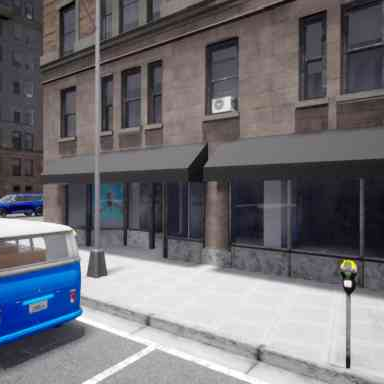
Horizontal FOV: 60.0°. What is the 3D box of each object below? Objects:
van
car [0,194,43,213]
[{"bbox_3d":[-3.622,1.341,5.661,3.998,1.788,1.690,0,0,36],"label":"van"},{"bbox_3d":[-15.445,1.212,29.369,2.150,2.045,5.566,0,0,35],"label":"car"}]
